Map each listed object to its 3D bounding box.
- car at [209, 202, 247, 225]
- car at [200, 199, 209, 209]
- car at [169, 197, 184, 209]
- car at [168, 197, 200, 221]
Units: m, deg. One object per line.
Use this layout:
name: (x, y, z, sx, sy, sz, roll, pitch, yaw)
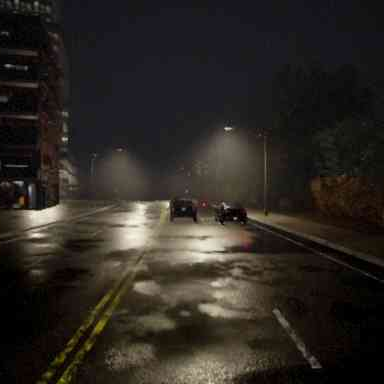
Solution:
car: (2.691, 1.496, 23.955, 2.128, 1.511, 4.902, 0, 0, -3)
car: (1.307, 1.563, 43.615, 1.994, 1.385, 4.181, 0, 0, -5)
car: (-2.186, 1.506, 46.118, 1.837, 1.490, 4.892, 0, 0, -5)
car: (-0.763, 1.360, 27.517, 2.097, 1.767, 4.553, 0, 0, -3)
